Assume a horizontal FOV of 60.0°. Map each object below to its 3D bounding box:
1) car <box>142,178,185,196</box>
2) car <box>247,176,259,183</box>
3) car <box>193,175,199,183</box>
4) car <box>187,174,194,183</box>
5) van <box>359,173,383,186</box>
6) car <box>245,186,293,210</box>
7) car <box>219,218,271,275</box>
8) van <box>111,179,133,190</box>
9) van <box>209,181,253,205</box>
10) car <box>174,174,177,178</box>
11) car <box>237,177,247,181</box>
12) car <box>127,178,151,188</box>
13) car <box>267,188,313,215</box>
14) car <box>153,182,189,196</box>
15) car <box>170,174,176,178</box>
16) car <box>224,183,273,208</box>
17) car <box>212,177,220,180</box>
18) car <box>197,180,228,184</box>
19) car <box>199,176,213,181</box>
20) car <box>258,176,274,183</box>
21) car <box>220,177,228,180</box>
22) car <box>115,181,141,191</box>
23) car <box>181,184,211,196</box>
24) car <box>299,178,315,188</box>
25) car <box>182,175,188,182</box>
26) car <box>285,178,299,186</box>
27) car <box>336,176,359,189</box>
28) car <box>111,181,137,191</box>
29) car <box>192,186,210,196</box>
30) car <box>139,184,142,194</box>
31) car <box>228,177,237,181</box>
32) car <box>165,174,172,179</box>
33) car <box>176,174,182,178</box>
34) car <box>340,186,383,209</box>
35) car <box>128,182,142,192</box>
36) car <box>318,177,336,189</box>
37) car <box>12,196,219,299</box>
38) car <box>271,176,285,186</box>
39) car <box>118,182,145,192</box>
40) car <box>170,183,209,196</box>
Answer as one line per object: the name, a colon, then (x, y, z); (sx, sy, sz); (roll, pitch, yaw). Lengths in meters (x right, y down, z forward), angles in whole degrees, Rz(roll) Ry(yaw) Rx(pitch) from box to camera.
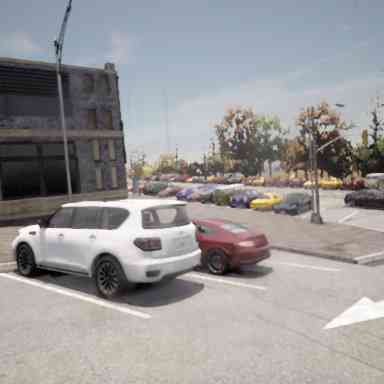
car: (-4.309, -0.509, 51.400); (2.435, 2.045, 5.566); (0, 7, 43)
car: (12.551, -1.888, 58.781); (1.946, 1.575, 5.366); (1, 6, 43)
car: (3.284, -2.934, 77.218); (4.553, 1.767, 2.185); (-7, 6, -44)
car: (2.060, -2.951, 79.935); (4.892, 1.521, 2.231); (-7, 6, -44)
van: (22.212, -1.218, 40.332); (1.878, 1.987, 4.442); (1, 6, 41)
car: (7.288, 0.716, 30.295); (1.946, 1.575, 5.366); (0, 6, 40)
car: (0.108, 1.513, 10.351); (4.674, 1.452, 2.002); (-1, 0, 35)
van: (-15.958, -1.737, 75.946); (4.442, 1.987, 1.878); (-9, 7, -44)
van: (4.262, 0.263, 35.482); (1.878, 1.987, 4.442); (0, 6, 41)
car: (-1.647, -3.348, 88.020); (4.792, 1.488, 2.163); (-7, 6, -44)
car: (11.097, -2.126, 61.288); (2.185, 1.767, 4.553); (2, 6, 43)
car: (-10.946, -1.060, 64.944); (2.185, 1.767, 4.553); (1, 7, 44)
car: (8.497, 0.908, 27.489); (2.163, 1.488, 4.792); (0, 7, 40)
car: (-2.919, -0.087, 48.714); (2.002, 1.452, 4.674); (1, 7, 42)
car: (-2.835, -3.497, 90.774); (4.792, 1.488, 2.163); (-7, 6, -44)
car: (5.649, 0.500, 32.745); (2.185, 1.767, 4.553); (0, 6, 41)
car: (7.151, -2.372, 69.256); (2.163, 1.488, 4.792); (1, 6, 44)
car: (2.850, -0.452, 47.868); (1.882, 1.535, 5.008); (-6, 5, -27)
car: (4.564, -2.672, 74.563); (2.097, 1.535, 5.008); (1, 6, 45)
car: (13.762, -1.862, 55.988); (2.185, 1.767, 4.553); (1, 6, 43)
car: (8.413, -2.231, 66.544); (2.163, 1.488, 4.792); (2, 6, 44)
car: (-13.523, -1.213, 70.404); (2.097, 1.535, 5.008); (0, 7, 45)
car: (1.314, 0.294, 40.710); (2.002, 1.452, 4.674); (1, 7, 41)
car: (17.857, -1.351, 48.050); (1.946, 1.575, 5.366); (1, 6, 42)
car: (0.698, -3.081, 82.499); (5.366, 1.575, 1.946); (-7, 6, -44)
car: (16.565, -1.447, 50.795); (2.002, 1.452, 4.674); (1, 5, 42)
car: (20.811, -1.244, 42.980); (2.185, 1.767, 4.553); (1, 5, 41)
car: (-14.900, -1.338, 73.009); (5.366, 1.575, 1.946); (-9, 7, -44)
car: (2.742, 0.381, 38.052); (2.231, 1.521, 4.892); (0, 6, 41)
car: (-5.675, -0.388, 54.089); (2.097, 1.535, 5.008); (0, 7, 43)
car: (9.740, -2.130, 63.917); (2.097, 1.535, 5.008); (1, 6, 44)
car: (-4.211, -3.653, 93.327); (5.366, 1.575, 1.946); (-7, 6, -44)
car: (-0.400, -3.490, 85.336); (5.566, 2.045, 2.435); (-7, 6, -44)
car: (14.698, 0.605, 26.698); (1.837, 1.490, 4.892); (-6, 6, -30)
car: (-8.340, -0.658, 59.500); (2.097, 1.535, 5.008); (1, 7, 44)
car: (19.522, -1.261, 45.737); (1.946, 1.575, 5.366); (1, 5, 41)
car: (-2.396, 1.229, 8.637); (5.566, 2.045, 2.435); (-1, 0, 35)
car: (15.168, -1.572, 53.403); (2.002, 1.452, 4.674); (1, 5, 42)
car: (-12.232, -1.073, 67.679); (2.231, 1.521, 4.892); (1, 7, 45)
car: (-0.120, 0.170, 43.370); (2.002, 1.452, 4.674); (0, 6, 42)
